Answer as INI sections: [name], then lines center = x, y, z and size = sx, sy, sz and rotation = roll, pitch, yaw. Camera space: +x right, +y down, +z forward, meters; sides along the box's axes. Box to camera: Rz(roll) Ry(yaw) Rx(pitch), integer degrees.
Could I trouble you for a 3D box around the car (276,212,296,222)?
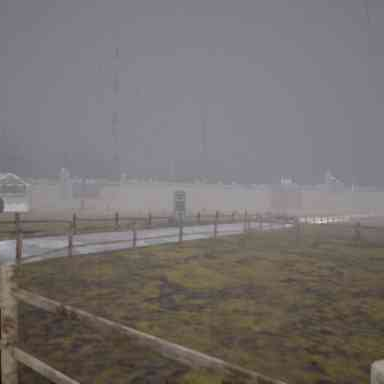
[car]
center = 14.194, 3.743, 49.928
size = 1.895, 1.301, 4.718
rotation = 1, -2, 35
